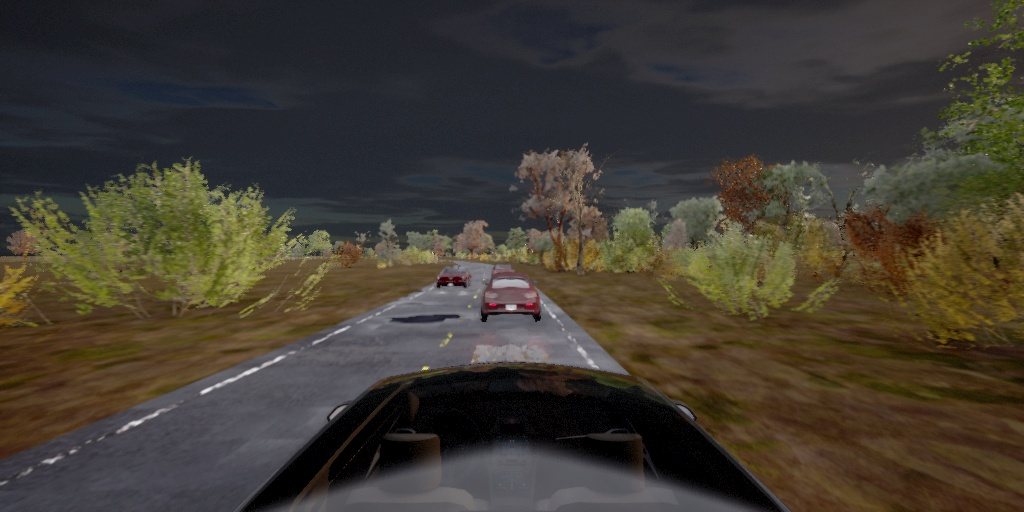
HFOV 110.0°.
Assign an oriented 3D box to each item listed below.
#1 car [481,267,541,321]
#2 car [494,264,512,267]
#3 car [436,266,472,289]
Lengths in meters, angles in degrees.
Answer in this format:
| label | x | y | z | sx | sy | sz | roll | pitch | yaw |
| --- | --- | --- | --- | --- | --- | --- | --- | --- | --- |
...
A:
| label | x | y | z | sx | sy | sz | roll | pitch | yaw |
| --- | --- | --- | --- | --- | --- | --- | --- | --- | --- |
| car | -0.072 | 1.270 | 12.347 | 1.812 | 1.442 | 4.674 | 0 | 0 | -1 |
| car | -0.796 | 1.339 | 30.140 | 1.895 | 1.301 | 4.718 | 0 | 0 | -3 |
| car | -3.617 | 1.344 | 22.849 | 1.895 | 1.301 | 4.718 | 0 | 0 | -3 |
